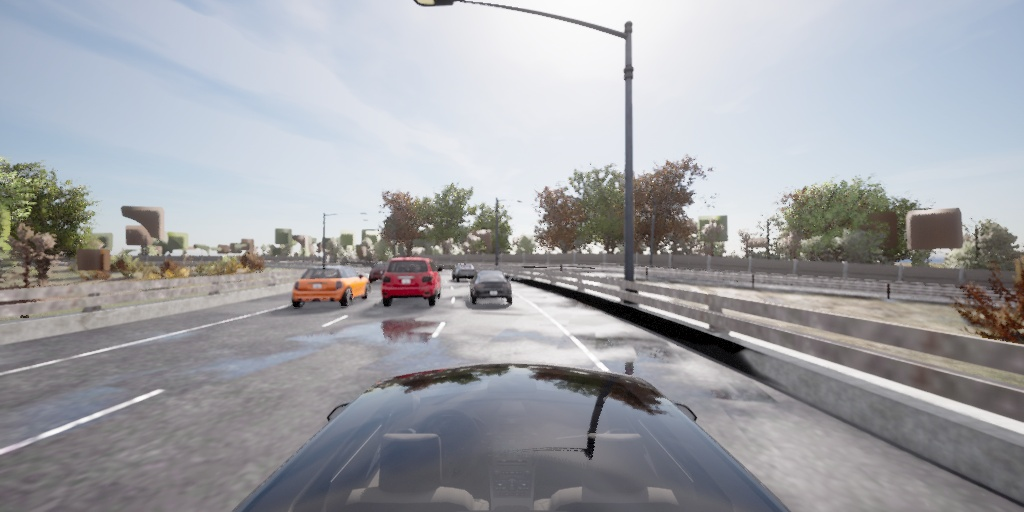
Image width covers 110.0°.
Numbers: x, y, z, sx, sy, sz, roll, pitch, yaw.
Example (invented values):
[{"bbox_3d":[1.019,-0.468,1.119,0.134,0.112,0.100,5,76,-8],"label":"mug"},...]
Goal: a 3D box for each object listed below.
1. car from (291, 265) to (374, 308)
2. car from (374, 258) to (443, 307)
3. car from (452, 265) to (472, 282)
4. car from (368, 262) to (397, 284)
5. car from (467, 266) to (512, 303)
[{"bbox_3d":[-7.991,1.240,16.287,2.097,1.767,4.553,0,-1,-8],"label":"car"},{"bbox_3d":[-4.510,1.109,16.695,2.150,2.045,5.566,0,0,-8],"label":"car"},{"bbox_3d":[-4.464,1.543,33.316,2.128,1.511,4.902,0,0,-16],"label":"car"},{"bbox_3d":[-11.130,1.382,31.187,2.097,1.767,4.553,0,-1,-16],"label":"car"},{"bbox_3d":[-1.099,1.425,17.515,1.812,1.442,4.674,0,0,-8],"label":"car"}]
